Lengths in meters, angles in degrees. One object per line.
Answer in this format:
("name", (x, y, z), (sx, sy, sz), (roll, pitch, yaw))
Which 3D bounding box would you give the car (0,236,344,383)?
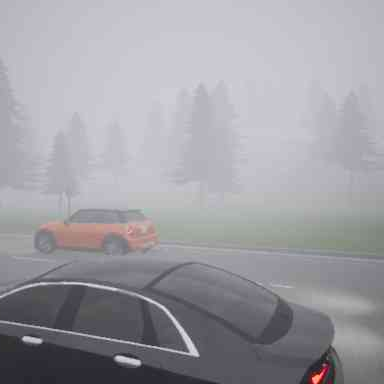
("car", (-1.010, 1.506, 3.684), (4.892, 1.490, 1.837), (0, 0, 23))

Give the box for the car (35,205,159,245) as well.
("car", (-3.607, 1.350, 12.391), (4.553, 1.767, 2.097), (0, 0, 23))
